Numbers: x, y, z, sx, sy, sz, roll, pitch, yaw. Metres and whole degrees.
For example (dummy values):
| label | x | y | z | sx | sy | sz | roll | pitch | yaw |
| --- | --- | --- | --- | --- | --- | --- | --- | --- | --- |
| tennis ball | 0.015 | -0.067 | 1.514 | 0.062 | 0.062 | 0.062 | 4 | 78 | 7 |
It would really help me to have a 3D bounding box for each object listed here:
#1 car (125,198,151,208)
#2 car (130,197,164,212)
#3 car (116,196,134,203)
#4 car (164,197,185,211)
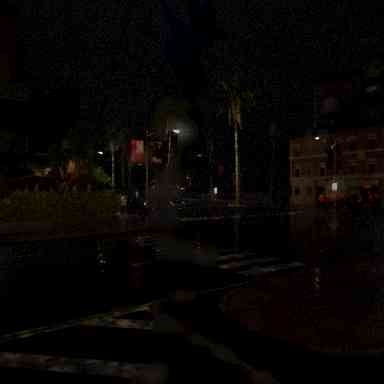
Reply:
| label | x | y | z | sx | sy | sz | roll | pitch | yaw |
| --- | --- | --- | --- | --- | --- | --- | --- | --- | --- |
| car | -7.898 | 1.601 | 48.287 | 1.895 | 1.301 | 4.718 | 0 | 0 | -35 |
| car | -5.563 | 1.352 | 38.869 | 2.097 | 1.767 | 4.553 | 0 | 0 | -35 |
| car | -13.861 | 1.522 | 68.716 | 1.812 | 1.442 | 4.674 | 0 | 0 | -39 |
| car | -2.729 | 1.352 | 40.929 | 2.097 | 1.767 | 4.553 | 0 | 0 | -35 |
